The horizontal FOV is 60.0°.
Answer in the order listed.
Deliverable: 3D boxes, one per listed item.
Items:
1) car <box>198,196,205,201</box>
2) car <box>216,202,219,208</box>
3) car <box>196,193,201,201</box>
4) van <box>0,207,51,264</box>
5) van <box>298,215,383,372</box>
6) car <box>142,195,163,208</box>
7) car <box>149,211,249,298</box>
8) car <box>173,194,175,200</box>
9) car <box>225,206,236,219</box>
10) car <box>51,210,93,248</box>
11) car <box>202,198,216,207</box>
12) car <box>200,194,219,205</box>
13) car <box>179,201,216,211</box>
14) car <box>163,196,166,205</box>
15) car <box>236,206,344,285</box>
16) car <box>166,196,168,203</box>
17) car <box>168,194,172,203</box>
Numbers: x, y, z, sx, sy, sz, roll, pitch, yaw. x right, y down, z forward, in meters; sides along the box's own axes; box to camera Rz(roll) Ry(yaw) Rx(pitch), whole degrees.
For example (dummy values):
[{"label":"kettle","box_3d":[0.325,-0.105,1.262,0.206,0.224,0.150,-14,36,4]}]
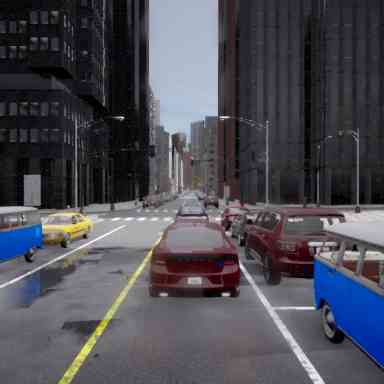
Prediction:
[{"label":"car","box_3d":[2.684,1.672,92.636,1.947,1.339,4.313,0,0,0]},{"label":"car","box_3d":[2.743,1.547,20.444,1.887,1.381,4.507,0,0,0]},{"label":"car","box_3d":[2.688,1.637,86.991,1.887,1.381,4.507,0,0,0]},{"label":"van","box_3d":[-5.776,1.341,9.399,1.690,1.788,3.998,0,0,0]},{"label":"van","box_3d":[2.760,1.341,3.867,1.690,1.788,3.998,0,0,0]},{"label":"car","box_3d":[-5.805,1.335,47.488,2.192,1.841,5.009,0,0,0]},{"label":"car","box_3d":[0.060,1.478,8.582,1.882,1.535,5.008,0,0,0]},{"label":"car","box_3d":[-5.833,1.623,81.347,1.887,1.381,4.507,0,0,0]},{"label":"car","box_3d":[2.749,1.552,14.919,2.008,1.369,4.403,0,0,0]},{"label":"car","box_3d":[-5.779,1.526,14.753,1.752,1.417,4.829,0,0,0]},{"label":"car","box_3d":[2.716,1.592,53.129,1.947,1.339,4.313,0,0,0]},{"label":"car","box_3d":[2.720,1.335,47.485,2.192,1.841,5.009,0,0,0]},{"label":"car","box_3d":[-0.013,1.493,18.991,2.128,1.511,4.902,0,0,0]},{"label":"car","box_3d":[-5.810,1.341,53.131,2.192,1.841,5.009,0,0,0]},{"label":"car","box_3d":[2.754,1.315,9.393,2.192,1.841,5.009,0,0,0]},{"label":"car","box_3d":[-5.813,1.599,58.774,1.947,1.339,4.313,0,0,0]},{"label":"car","box_3d":[-5.823,1.618,70.061,1.947,1.339,4.313,0,0,0]}]
